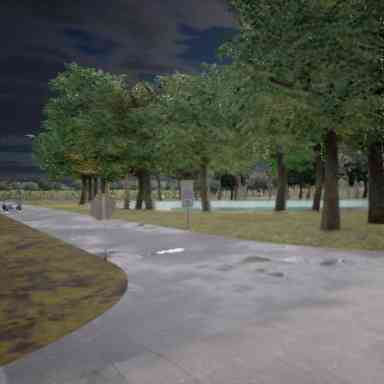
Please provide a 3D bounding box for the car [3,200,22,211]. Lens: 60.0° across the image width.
[{"bbox_3d":[-24.724,1.802,45.716,2.128,1.511,4.902,-2,1,-35],"label":"car"}]
